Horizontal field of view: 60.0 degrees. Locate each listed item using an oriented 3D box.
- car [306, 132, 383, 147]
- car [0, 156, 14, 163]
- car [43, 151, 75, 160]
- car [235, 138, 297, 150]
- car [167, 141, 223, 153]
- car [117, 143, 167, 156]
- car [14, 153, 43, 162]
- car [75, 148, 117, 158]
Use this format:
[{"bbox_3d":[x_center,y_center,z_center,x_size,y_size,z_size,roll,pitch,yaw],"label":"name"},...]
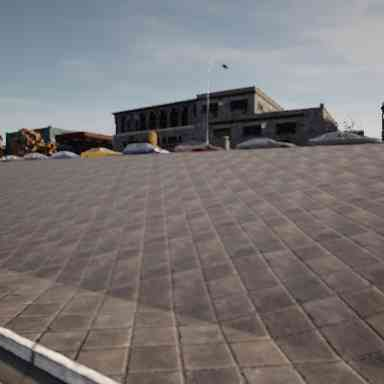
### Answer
[{"bbox_3d":[10.418,-3.337,22.897,4.892,1.521,2.231,1,1,27],"label":"car"},{"bbox_3d":[-22.959,-3.896,42.624,4.892,1.521,2.231,1,0,34],"label":"car"},{"bbox_3d":[-13.743,-3.717,36.499,4.674,1.452,2.002,1,1,33],"label":"car"},{"bbox_3d":[5.585,-3.381,25.353,4.674,1.452,2.002,1,1,28],"label":"car"},{"bbox_3d":[0.720,-3.474,27.959,4.792,1.488,2.163,1,1,29],"label":"car"},{"bbox_3d":[-4.274,-3.716,30.757,4.553,1.767,2.185,1,1,31],"label":"car"},{"bbox_3d":[-18.391,-3.836,39.526,4.892,1.521,2.231,1,0,34],"label":"car"},{"bbox_3d":[-9.029,-3.673,33.572,5.008,1.535,2.097,1,1,32],"label":"car"}]
